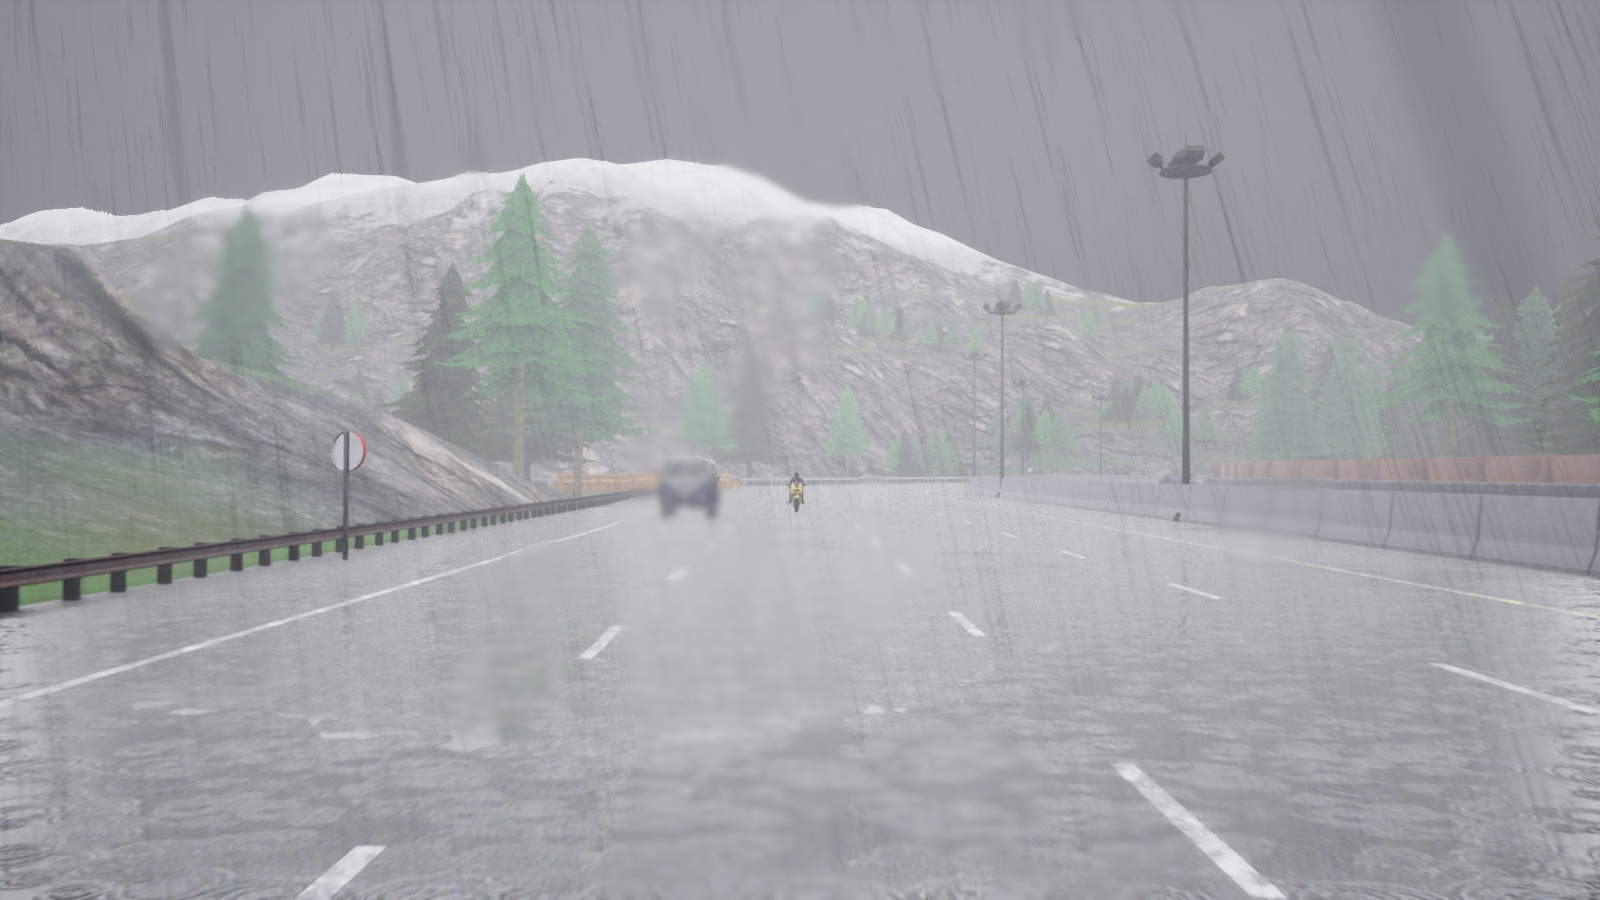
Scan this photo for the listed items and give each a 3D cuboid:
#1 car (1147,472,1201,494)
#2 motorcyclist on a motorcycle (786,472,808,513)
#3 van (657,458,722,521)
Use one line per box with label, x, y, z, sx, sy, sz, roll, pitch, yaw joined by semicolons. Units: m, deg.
car;24.370;2.136;81.932;2.033;1.411;5.357;0;-1;1
motorcyclist on a motorcycle;-0.114;1.588;47.247;0.797;1.523;2.044;0;-1;0
van;-3.601;1.277;41.534;1.775;1.987;4.442;0;-1;0
